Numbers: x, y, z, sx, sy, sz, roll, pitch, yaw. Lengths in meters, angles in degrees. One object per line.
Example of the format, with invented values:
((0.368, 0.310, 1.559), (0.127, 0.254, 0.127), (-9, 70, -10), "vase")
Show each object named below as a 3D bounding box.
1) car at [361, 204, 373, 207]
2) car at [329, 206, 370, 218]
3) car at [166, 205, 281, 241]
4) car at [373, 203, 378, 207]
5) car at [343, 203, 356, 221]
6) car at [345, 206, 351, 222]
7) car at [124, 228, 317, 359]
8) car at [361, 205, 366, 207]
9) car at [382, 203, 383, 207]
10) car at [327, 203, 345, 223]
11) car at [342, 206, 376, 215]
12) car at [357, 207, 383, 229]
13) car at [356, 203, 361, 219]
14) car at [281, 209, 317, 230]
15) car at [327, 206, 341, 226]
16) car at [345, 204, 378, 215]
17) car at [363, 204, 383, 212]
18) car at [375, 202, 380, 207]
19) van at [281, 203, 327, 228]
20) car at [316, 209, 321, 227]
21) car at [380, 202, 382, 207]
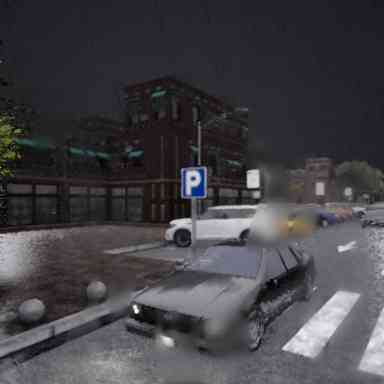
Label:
((20.244, 2.451, 44.171), (5.566, 2.045, 2.435), (-1, -3, 15), "car")
((21.952, 2.802, 46.629), (4.792, 1.488, 2.163), (-1, -3, 15), "car")
((1.501, 1.717, 16.931), (5.566, 2.045, 2.435), (-1, -2, 14), "car")
((23.806, 2.836, 49.066), (5.366, 1.575, 1.946), (-1, -3, 15), "car")
((15.140, 2.371, 36.739), (4.553, 1.767, 2.185), (-1, -2, 14), "car")
((13.409, 2.471, 34.274), (4.674, 1.452, 2.002), (-1, -2, 14), "car")
((1.112, 1.734, 6.823), (2.033, 1.411, 5.357), (-1, -2, 34), "car")
((18.546, 2.663, 41.691), (4.792, 1.488, 2.163), (-1, -3, 14), "car")
((32.160, 3.240, 61.462), (4.792, 1.488, 2.163), (-1, -3, 14), "car")
((11.677, 2.240, 31.819), (4.553, 1.767, 2.185), (-1, -2, 14), "car")
((27.032, 3.028, 54.047), (4.674, 1.452, 2.002), (-1, -2, 14), "car")
((15.445, 2.252, 27.890), (1.837, 1.490, 4.892), (-1, -2, 35), "car")
((16.841, 2.438, 39.210), (4.553, 1.767, 2.185), (-1, -2, 15), "car")
((5.100, 2.092, 21.843), (5.366, 1.575, 1.946), (-1, -2, 14), "car")
((10.013, 2.298, 29.316), (5.008, 1.535, 2.097), (-1, -2, 14), "car")
((28.700, 2.937, 56.541), (4.553, 1.767, 2.185), (-1, -3, 14), "car")
((42.471, 3.667, 76.282), (5.366, 1.575, 1.946), (-1, -3, 14), "car")
((25.348, 2.665, 51.601), (5.566, 2.045, 2.435), (-2, -3, 14), "car")
((8.193, 2.009, 26.879), (4.442, 1.987, 1.878), (-1, -2, 14), "van")
((6.611, 2.206, 24.371), (4.674, 1.452, 2.002), (-1, -2, 14), "car")
((30.400, 3.012, 59.013), (4.553, 1.767, 2.185), (-1, -3, 14), "car")
